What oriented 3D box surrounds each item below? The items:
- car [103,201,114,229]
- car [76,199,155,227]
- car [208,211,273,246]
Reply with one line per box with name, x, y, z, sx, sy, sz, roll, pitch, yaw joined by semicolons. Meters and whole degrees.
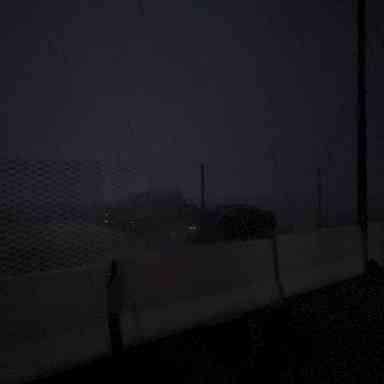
car;-2.861;0.994;19.151;5.566;2.045;2.150;-2;1;-35
car;-4.963;1.300;21.949;4.674;1.442;1.812;-2;1;-35
car;1.327;1.260;13.539;4.902;1.511;2.128;-2;1;-35
